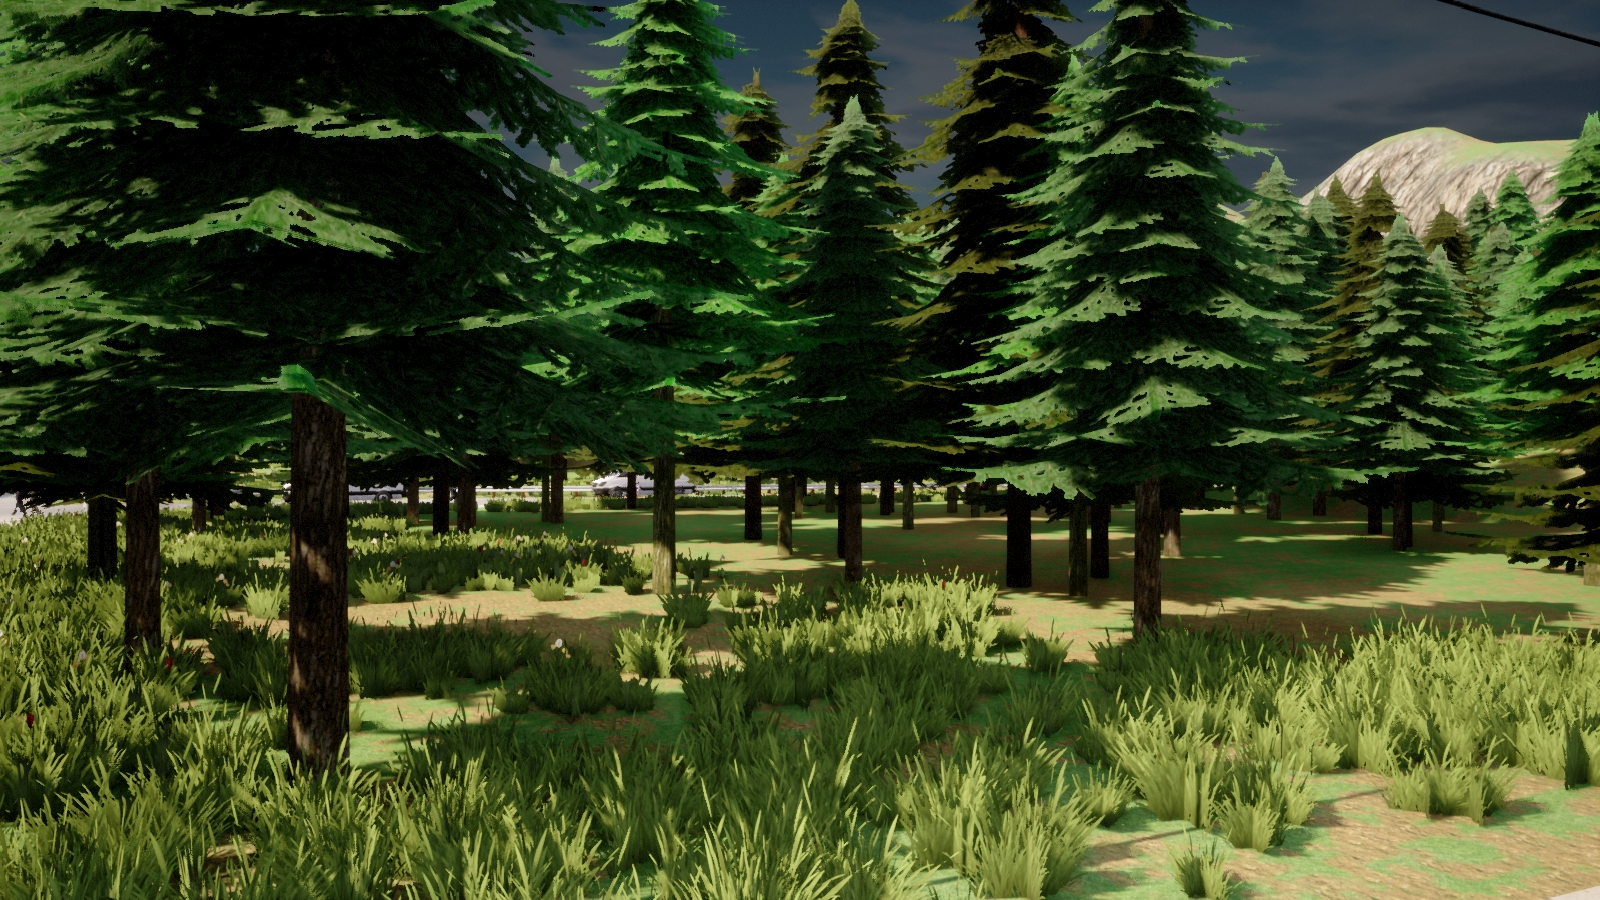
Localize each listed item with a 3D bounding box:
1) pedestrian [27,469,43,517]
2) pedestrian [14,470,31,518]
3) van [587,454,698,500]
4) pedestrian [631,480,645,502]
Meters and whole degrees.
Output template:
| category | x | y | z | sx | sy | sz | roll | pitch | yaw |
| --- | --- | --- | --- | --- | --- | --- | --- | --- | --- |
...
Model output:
| category | x | y | z | sx | sy | sz | roll | pitch | yaw |
| --- | --- | --- | --- | --- | --- | --- | --- | --- | --- |
| pedestrian | -30.287 | 1.688 | 45.231 | 0.375 | 1.860 | 0.375 | 0 | 0 | 30 |
| pedestrian | -30.313 | 1.695 | 44.552 | 0.375 | 1.860 | 0.375 | 0 | 0 | 19 |
| van | -8.986 | 1.509 | 65.372 | 5.915 | 2.561 | 1.988 | 0 | 0 | -27 |
| pedestrian | -8.081 | 2.050 | 57.021 | 0.500 | 1.100 | 0.500 | 0 | 0 | -36 |
